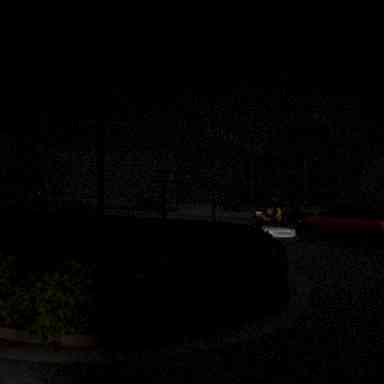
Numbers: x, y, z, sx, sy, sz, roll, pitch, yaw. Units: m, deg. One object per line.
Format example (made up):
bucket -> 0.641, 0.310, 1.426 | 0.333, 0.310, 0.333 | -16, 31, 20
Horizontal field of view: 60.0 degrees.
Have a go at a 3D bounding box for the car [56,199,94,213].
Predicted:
car -> -12.493, 1.517, 35.675 | 1.784, 1.438, 3.905 | 0, 0, 35

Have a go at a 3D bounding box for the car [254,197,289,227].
car -> 5.998, 1.306, 22.889 | 1.932, 1.855, 4.605 | 0, 0, 35

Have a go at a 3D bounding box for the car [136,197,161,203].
car -> -6.067, 1.503, 46.884 | 1.816, 1.474, 4.193 | 0, 0, 35

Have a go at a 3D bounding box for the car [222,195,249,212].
car -> 5.288, 1.310, 39.593 | 1.905, 1.878, 3.866 | 0, 0, 35

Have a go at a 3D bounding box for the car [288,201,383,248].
car -> 7.027, 1.401, 15.148 | 2.097, 1.767, 4.553 | 0, 0, -35
